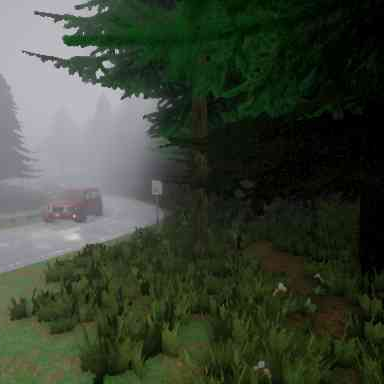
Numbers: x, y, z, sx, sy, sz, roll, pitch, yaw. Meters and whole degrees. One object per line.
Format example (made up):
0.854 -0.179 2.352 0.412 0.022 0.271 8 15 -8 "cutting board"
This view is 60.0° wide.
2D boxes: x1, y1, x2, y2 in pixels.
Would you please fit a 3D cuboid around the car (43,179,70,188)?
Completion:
-15.361 -0.467 39.010 5.008 1.535 1.882 6 3 36 "car"

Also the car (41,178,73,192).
-18.443 -0.951 45.363 4.892 1.490 1.837 6 4 38 "car"

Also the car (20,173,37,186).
-25.775 -2.127 52.419 2.150 2.045 5.566 0 5 -30 "car"

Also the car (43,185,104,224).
-7.563 0.825 21.823 2.150 2.045 5.566 0 3 4 "car"
